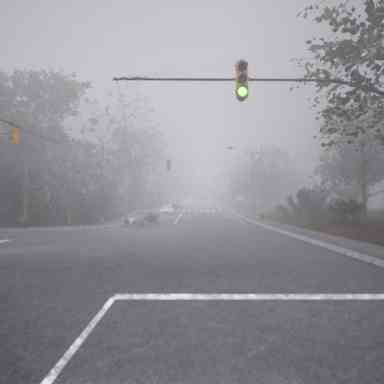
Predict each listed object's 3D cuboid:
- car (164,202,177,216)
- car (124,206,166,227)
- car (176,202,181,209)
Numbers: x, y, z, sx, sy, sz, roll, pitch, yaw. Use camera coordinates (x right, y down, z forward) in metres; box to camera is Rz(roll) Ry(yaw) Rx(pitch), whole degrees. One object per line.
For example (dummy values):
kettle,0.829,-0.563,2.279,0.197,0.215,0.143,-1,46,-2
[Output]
car,-3.447,2.572,47.175,1.812,1.442,4.674,0,0,0
car,-4.476,2.304,30.636,2.128,1.511,4.902,0,-1,16
car,-3.249,2.683,67.544,1.895,1.301,4.718,0,0,1
